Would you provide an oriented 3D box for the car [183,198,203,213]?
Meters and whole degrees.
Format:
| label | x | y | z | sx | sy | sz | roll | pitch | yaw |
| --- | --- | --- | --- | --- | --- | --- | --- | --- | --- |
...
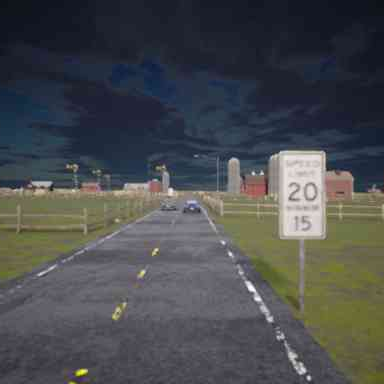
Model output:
| label | x | y | z | sx | sy | sz | roll | pitch | yaw |
| --- | --- | --- | --- | --- | --- | --- | --- | --- | --- |
| car | 0.008 | 1.487 | 35.561 | 1.812 | 1.442 | 4.674 | 0 | 0 | 0 |

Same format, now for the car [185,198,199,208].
| label | x | y | z | sx | sy | sz | roll | pitch | yaw |
| --- | --- | --- | --- | --- | --- | --- | --- | --- | --- |
| car | 0.021 | 1.551 | 46.874 | 1.895 | 1.301 | 4.718 | 0 | 0 | 0 |

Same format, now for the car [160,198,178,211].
| label | x | y | z | sx | sy | sz | roll | pitch | yaw |
| --- | --- | --- | --- | --- | --- | --- | --- | --- | --- |
| car | -2.743 | 1.461 | 40.596 | 1.837 | 1.490 | 4.892 | 0 | 0 | 0 |
